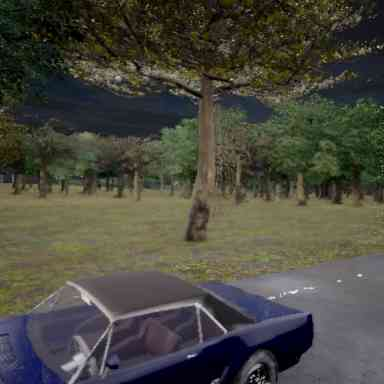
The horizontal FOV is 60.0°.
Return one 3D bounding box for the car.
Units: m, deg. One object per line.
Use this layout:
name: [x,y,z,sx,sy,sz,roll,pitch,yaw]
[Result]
car: [-0.937,1.610,3.359,4.718,1.301,1.895,1,0,-35]
